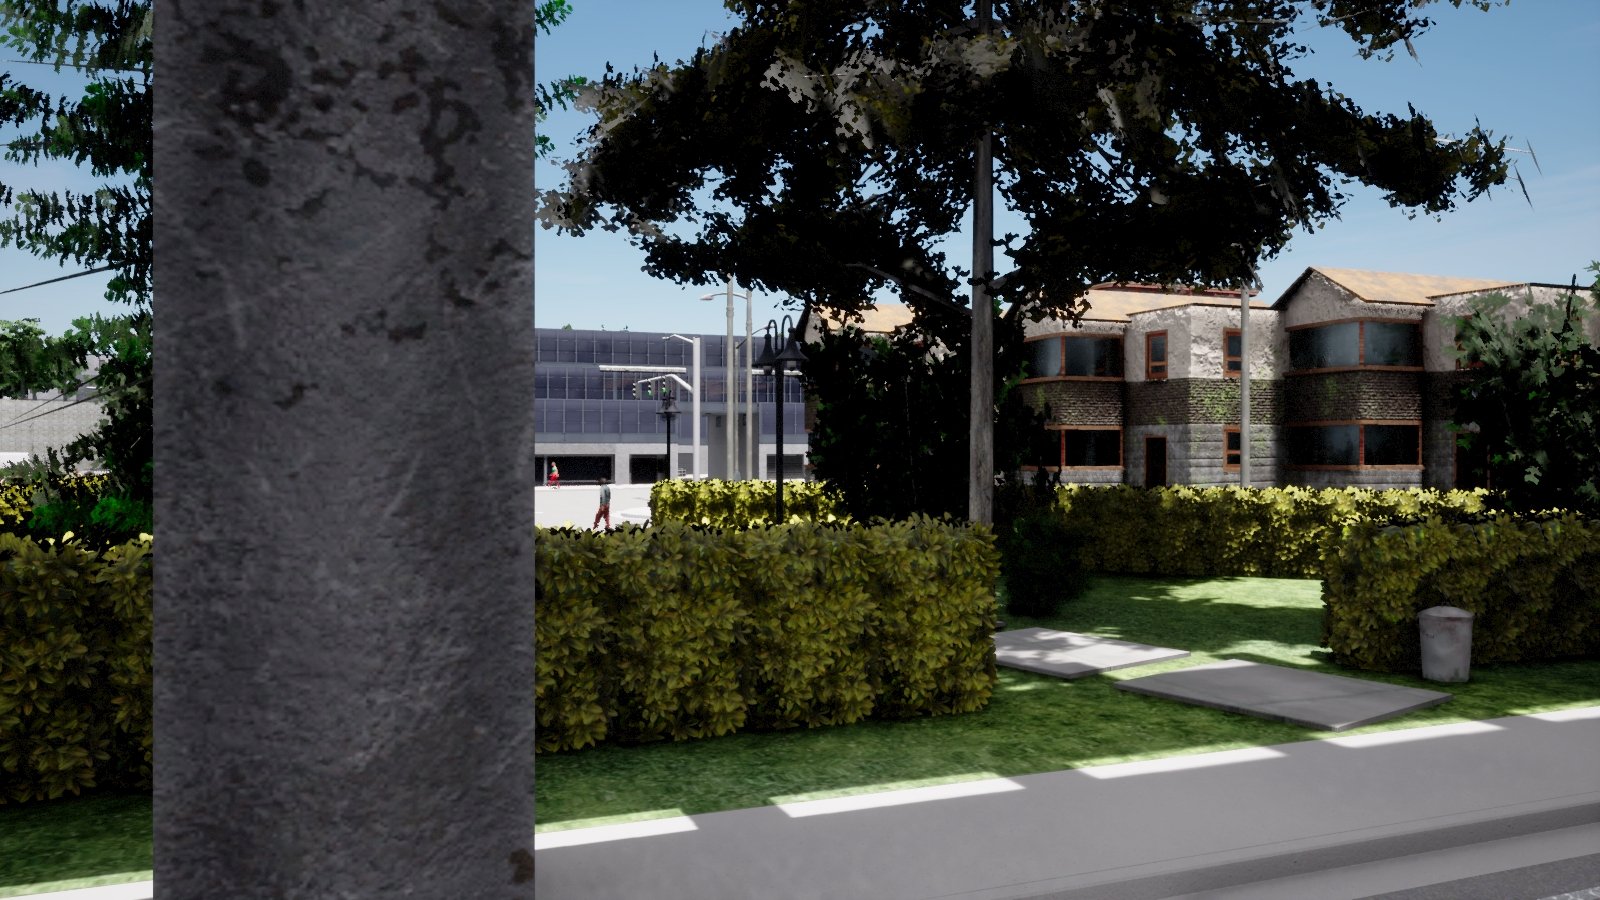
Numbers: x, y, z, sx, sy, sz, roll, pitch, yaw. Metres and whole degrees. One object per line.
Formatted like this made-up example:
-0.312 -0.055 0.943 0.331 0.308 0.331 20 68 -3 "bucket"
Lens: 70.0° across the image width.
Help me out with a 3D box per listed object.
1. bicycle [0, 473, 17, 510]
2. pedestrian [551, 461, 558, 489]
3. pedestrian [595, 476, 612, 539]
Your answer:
-37.721 1.966 53.679 0.373 1.717 1.643 -2 -1 18 "bicycle"
-16.276 1.635 75.816 0.375 1.860 0.375 0 0 -23 "pedestrian"
-5.880 1.701 34.191 0.375 1.860 0.375 0 0 26 "pedestrian"
